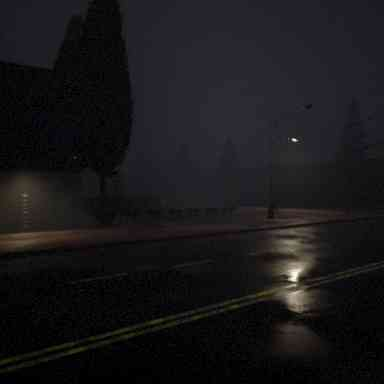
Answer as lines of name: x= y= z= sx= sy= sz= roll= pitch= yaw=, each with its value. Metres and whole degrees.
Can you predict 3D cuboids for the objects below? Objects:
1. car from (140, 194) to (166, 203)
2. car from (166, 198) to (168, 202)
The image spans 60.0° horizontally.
car: x=-7.586 y=1.343 z=57.857 sx=4.892 sy=1.490 sz=1.837 roll=-1 pitch=0 yaw=24
car: x=-6.680 y=1.172 z=61.251 sx=4.553 sy=1.767 sz=2.097 roll=0 pitch=0 yaw=23
